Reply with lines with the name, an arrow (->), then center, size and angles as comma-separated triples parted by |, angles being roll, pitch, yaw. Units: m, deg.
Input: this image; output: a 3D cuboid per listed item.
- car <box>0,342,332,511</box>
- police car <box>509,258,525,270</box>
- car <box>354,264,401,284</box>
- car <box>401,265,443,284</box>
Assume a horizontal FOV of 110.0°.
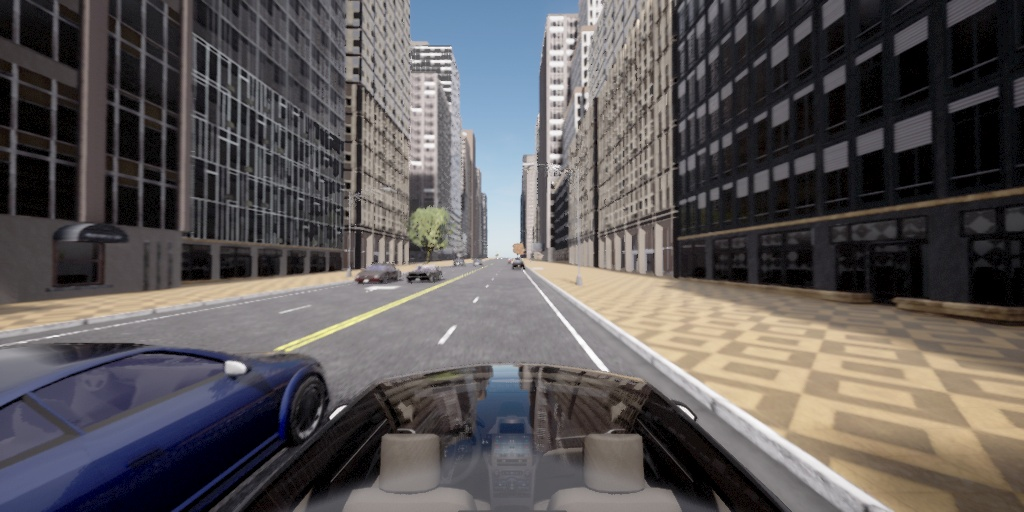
car -> -3.150, 1.314, 2.600 | 1.994, 1.385, 4.181 | 0, 0, 0
police car -> 0.936, 1.179, 52.442 | 1.930, 1.638, 5.238 | 0, 0, 0
car -> -9.862, 1.297, 26.902 | 2.033, 1.411, 5.357 | 0, 0, 0
car -> -6.610, 1.351, 27.360 | 1.895, 1.301, 4.718 | 0, 0, 0
